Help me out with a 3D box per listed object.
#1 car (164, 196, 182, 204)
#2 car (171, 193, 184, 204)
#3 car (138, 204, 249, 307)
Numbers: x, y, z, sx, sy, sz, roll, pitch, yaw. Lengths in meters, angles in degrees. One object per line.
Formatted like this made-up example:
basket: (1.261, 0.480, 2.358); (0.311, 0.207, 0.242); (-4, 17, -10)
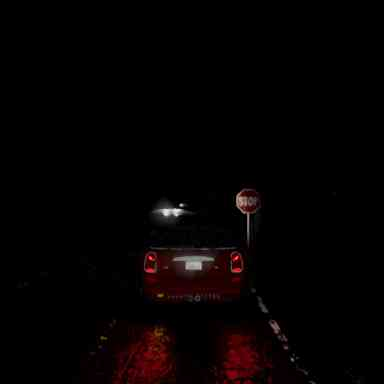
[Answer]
car: (-2.749, 1.580, 45.905); (1.895, 1.301, 4.718); (0, 0, 0)
car: (-2.668, 1.191, 62.893); (2.150, 2.045, 5.566); (0, 0, 1)
car: (0.012, 1.350, 8.125); (2.097, 1.767, 4.553); (0, 0, -1)
